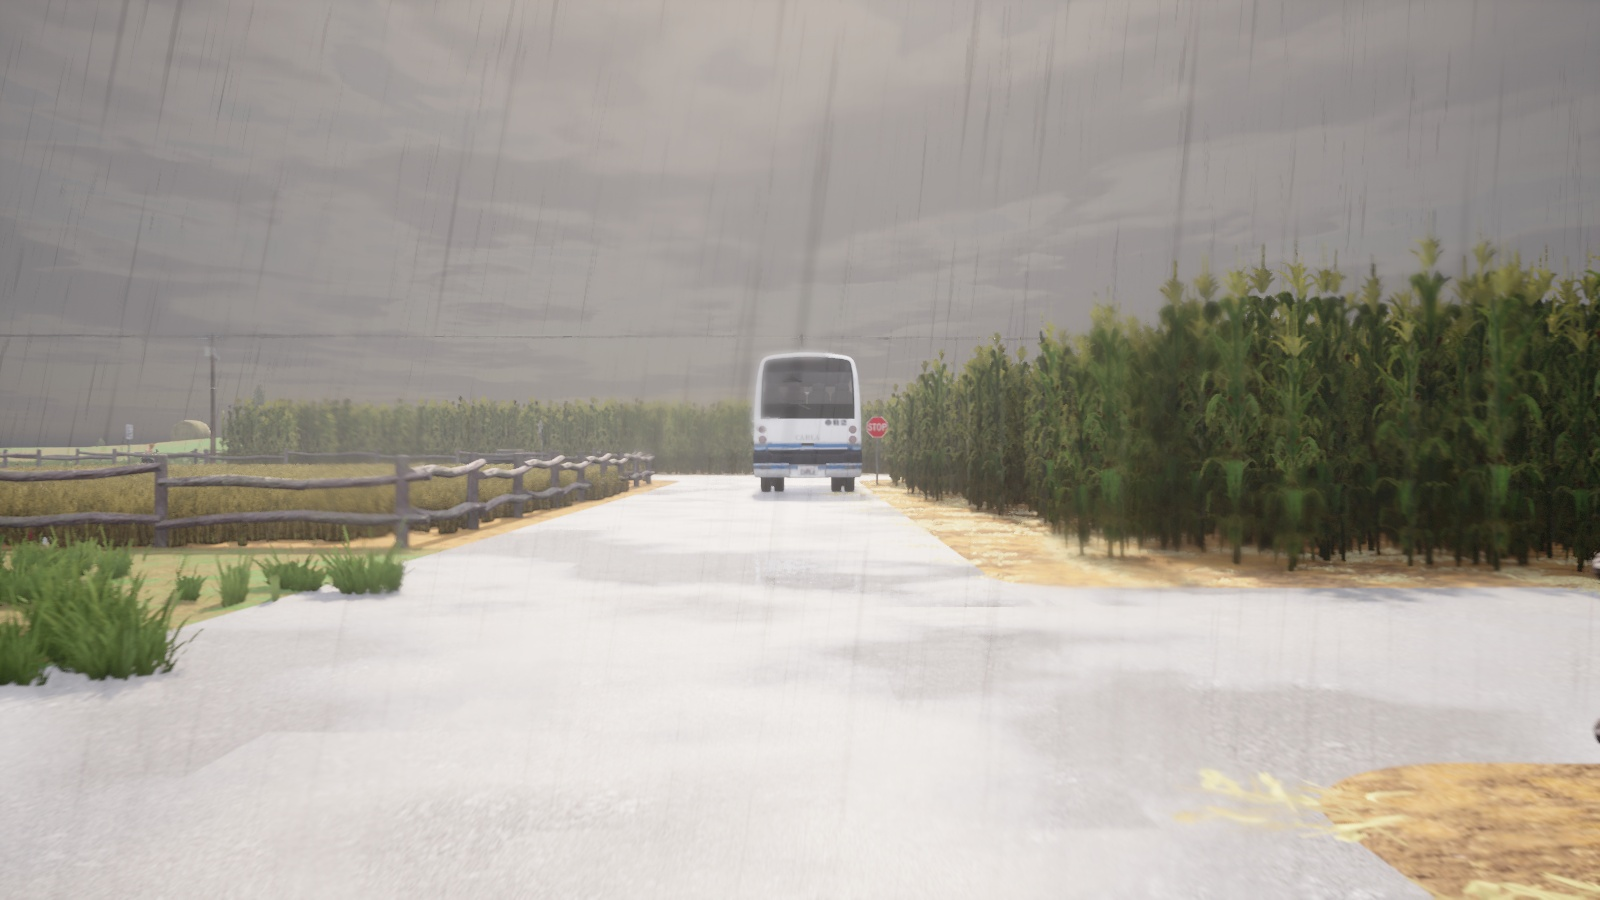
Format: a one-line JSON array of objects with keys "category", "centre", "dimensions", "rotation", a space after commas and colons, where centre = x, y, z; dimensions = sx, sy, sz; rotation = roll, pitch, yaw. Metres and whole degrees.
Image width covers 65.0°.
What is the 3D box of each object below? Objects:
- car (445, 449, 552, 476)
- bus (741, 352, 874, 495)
[{"category": "car", "centre": [-14.527, 0.594, 60.754], "dimensions": [4.718, 1.301, 1.895], "rotation": [0, 0, 0]}, {"category": "bus", "centre": [0.259, -0.798, 42.455], "dimensions": [3.944, 4.253, 10.273], "rotation": [0, 0, 0]}]
